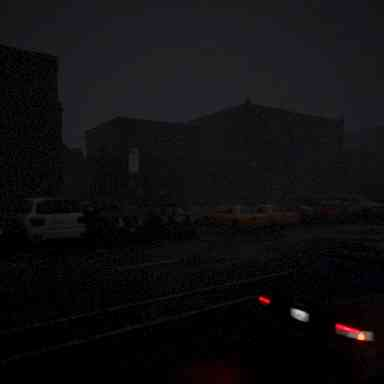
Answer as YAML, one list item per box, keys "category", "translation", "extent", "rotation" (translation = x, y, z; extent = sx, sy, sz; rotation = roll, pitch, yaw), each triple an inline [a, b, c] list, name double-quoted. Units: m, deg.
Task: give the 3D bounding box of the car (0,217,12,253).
- category: "car"
  translation: [-8.592, 1.365, 12.836]
  extent: [2.185, 1.767, 4.553]
  rotation: [0, 0, -36]

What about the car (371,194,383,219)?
- category: "car"
  translation: [13.865, 1.247, 28.841]
  extent: [2.435, 2.045, 5.566]
  rotation: [0, 0, -36]

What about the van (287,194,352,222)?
- category: "van"
  translation: [9.432, 1.282, 25.558]
  extent: [1.878, 1.987, 4.442]
  rotation: [0, 0, -36]

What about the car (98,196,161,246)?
- category: "car"
  translation: [-4.075, 1.247, 15.996]
  extent: [2.435, 2.045, 5.566]
  rotation: [0, 0, -36]

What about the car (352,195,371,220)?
- category: "car"
  translation: [11.588, 1.378, 27.283]
  extent: [2.185, 1.767, 4.553]
  rotation: [0, 0, -36]

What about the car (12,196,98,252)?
- category: "car"
  translation: [-6.350, 1.243, 14.437]
  extent: [2.435, 2.045, 5.566]
  rotation: [0, 0, -36]

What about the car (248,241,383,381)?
- category: "car"
  translation: [3.360, 1.558, 5.527]
  extent: [5.357, 1.411, 2.033]
  rotation: [0, 0, -35]

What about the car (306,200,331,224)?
- category: "car"
  translation: [7.122, 1.550, 24.045]
  extent: [2.002, 1.452, 4.674]
  rotation: [0, 0, -36]

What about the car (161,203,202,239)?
- category: "car"
  translation: [-1.832, 1.377, 17.599]
  extent: [2.185, 1.767, 4.553]
  rotation: [0, 0, -36]

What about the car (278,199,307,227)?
- category: "car"
  translation: [4.771, 1.507, 22.593]
  extent: [1.946, 1.575, 5.366]
  rotation: [0, 0, -36]

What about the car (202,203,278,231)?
- category: "car"
  translation: [2.527, 1.506, 20.986]
  extent: [1.946, 1.575, 5.366]
  rotation: [0, 0, -36]
